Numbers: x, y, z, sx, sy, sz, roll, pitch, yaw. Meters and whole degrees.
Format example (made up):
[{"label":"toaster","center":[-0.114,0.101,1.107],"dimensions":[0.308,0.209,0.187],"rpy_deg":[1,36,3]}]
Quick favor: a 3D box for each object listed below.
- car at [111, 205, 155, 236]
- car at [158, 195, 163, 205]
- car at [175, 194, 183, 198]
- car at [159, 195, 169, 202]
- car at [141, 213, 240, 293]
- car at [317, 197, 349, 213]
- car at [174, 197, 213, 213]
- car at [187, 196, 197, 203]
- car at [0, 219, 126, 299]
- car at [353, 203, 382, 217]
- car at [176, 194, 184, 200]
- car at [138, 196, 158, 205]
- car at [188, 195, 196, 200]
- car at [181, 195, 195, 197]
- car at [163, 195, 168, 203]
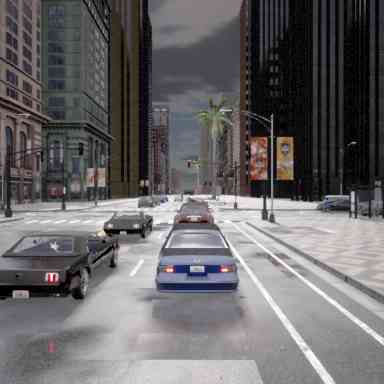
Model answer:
[{"label":"car","center":[-3.165,1.600,17.530],"dimensions":[1.895,1.301,4.718],"rpy_deg":[0,0,0]},{"label":"car","center":[-6.613,1.507,58.070],"dimensions":[1.837,1.490,4.892],"rpy_deg":[0,0,0]},{"label":"car","center":[-3.300,1.521,80.429],"dimensions":[1.812,1.442,4.674],"rpy_deg":[0,0,0]},{"label":"car","center":[-6.548,1.529,77.740],"dimensions":[1.812,1.442,4.674],"rpy_deg":[0,0,0]},{"label":"car","center":[0.097,1.547,8.991],"dimensions":[2.033,1.411,5.357],"rpy_deg":[0,0,0]},{"label":"car","center":[15.816,1.508,35.509],"dimensions":[4.674,1.442,1.812],"rpy_deg":[0,0,0]},{"label":"car","center":[0.109,1.352,18.435],"dimensions":[2.097,1.767,4.553],"rpy_deg":[0,0,0]},{"label":"car","center":[0.061,1.550,68.678],"dimensions":[2.033,1.411,5.357],"rpy_deg":[0,0,0]},{"label":"car","center":[-3.154,1.600,8.362],"dimensions":[1.895,1.301,4.718],"rpy_deg":[0,0,0]},{"label":"car","center":[17.053,1.549,29.648],"dimensions":[4.403,1.369,2.008],"rpy_deg":[0,0,0]},{"label":"car","center":[-3.306,1.316,90.433],"dimensions":[1.882,1.535,5.008],"rpy_deg":[0,0,0]},{"label":"car","center":[-6.621,1.354,48.840],"dimensions":[2.097,1.767,4.553],"rpy_deg":[0,0,0]},{"label":"car","center":[-0.056,1.546,90.846],"dimensions":[2.033,1.411,5.357],"rpy_deg":[0,0,0]},{"label":"car","center":[0.490,1.527,41.746],"dimensions":[1.812,1.442,4.674],"rpy_deg":[-1,0,-20]},{"label":"car","center":[-6.554,1.481,67.574],"dimensions":[1.882,1.535,5.008],"rpy_deg":[0,0,0]}]
